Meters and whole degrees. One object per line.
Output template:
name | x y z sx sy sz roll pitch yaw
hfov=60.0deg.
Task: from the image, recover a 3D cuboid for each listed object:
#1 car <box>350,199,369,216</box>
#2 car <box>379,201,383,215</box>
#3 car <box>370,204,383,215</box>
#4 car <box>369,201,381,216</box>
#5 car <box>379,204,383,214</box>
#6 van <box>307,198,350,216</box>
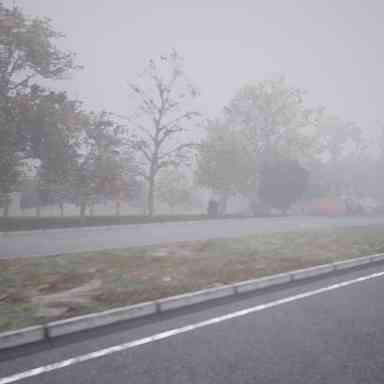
car | 18.358 1.855 41.442 2.435 2.045 5.566 2 -1 -35
car | 22.877 2.312 44.618 2.231 1.521 4.892 3 -2 -35
car | 29.539 2.625 49.364 2.097 1.535 5.008 3 -2 -35
car | 20.728 2.203 42.869 1.946 1.575 5.366 3 -1 -35
car | 31.897 2.736 51.042 2.097 1.535 5.008 3 -2 -35
van | 15.950 1.787 39.838 1.878 1.987 4.442 2 -1 -35
